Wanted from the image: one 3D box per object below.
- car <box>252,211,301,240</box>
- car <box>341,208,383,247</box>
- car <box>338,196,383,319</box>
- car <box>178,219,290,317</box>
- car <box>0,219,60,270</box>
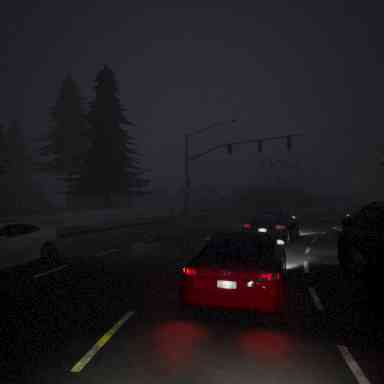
[{"bbox_3d":[3.800,1.563,15.627,1.994,1.385,4.181,0,0,26],"label":"car"},{"bbox_3d":[8.379,1.563,15.884,1.994,1.385,4.181,0,0,28],"label":"car"},{"bbox_3d":[4.675,1.221,7.167,2.150,2.045,5.566,0,0,15],"label":"car"},{"bbox_3d":[1.134,1.563,7.658,1.994,1.385,4.181,0,0,16],"label":"car"},{"bbox_3d":[-5.643,1.525,9.325,1.812,1.442,4.674,0,0,14],"label":"car"}]
